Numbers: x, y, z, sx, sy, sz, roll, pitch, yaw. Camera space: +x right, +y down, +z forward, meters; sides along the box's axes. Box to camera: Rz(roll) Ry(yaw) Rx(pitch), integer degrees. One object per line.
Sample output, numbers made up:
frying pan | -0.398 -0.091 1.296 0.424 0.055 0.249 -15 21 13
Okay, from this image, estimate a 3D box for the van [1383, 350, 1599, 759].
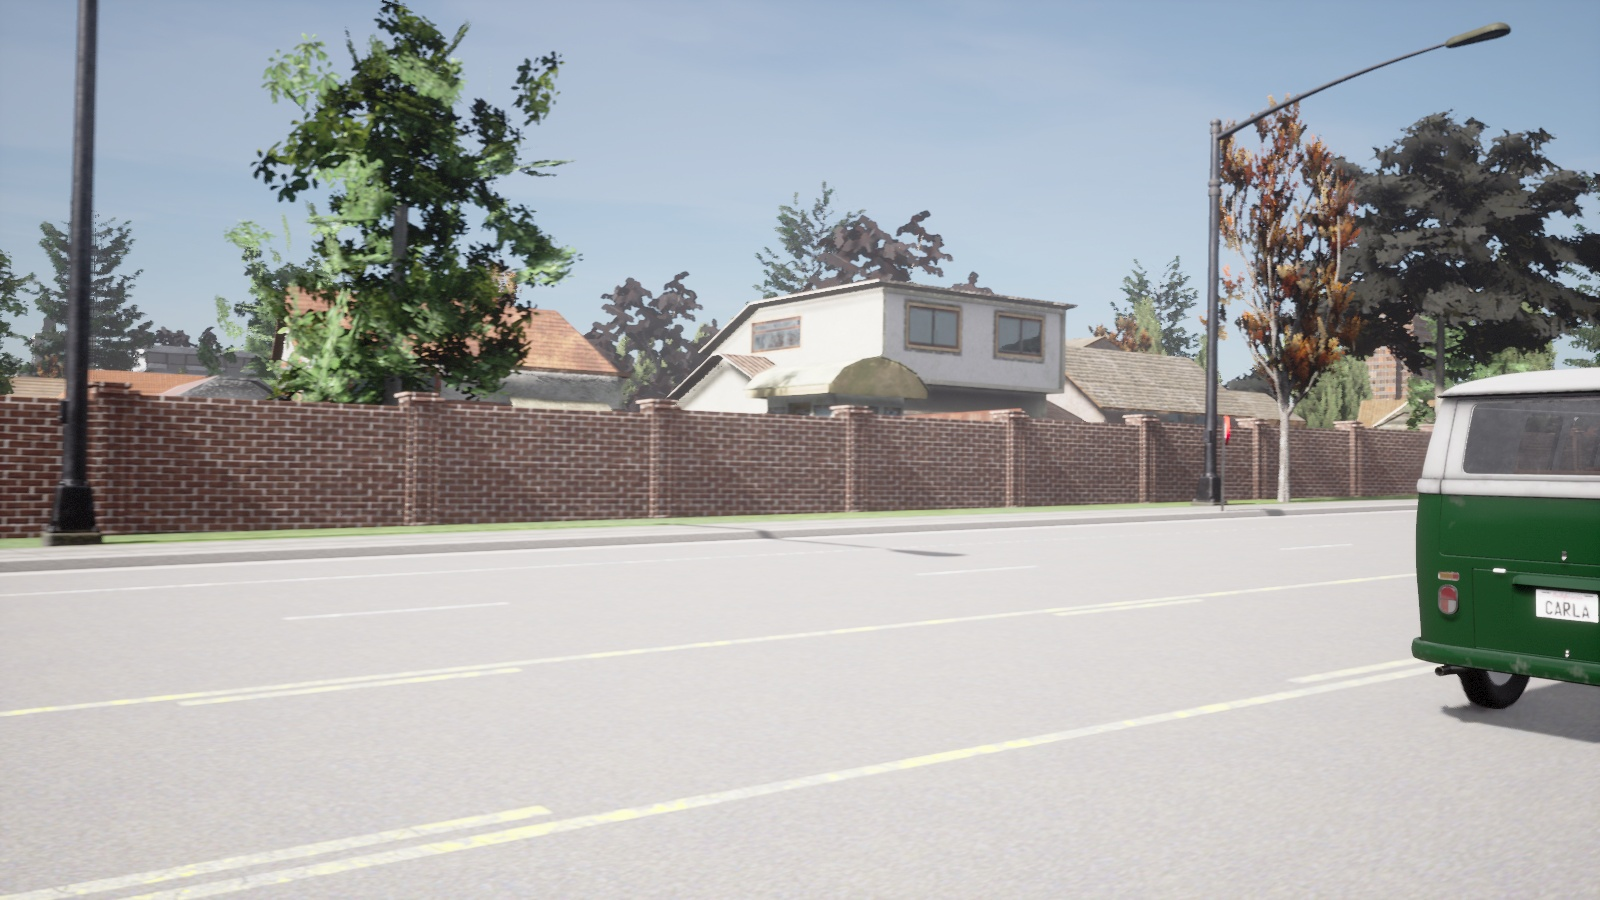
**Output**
van | 5.588 0.506 7.547 4.442 1.987 1.775 0 0 -35
